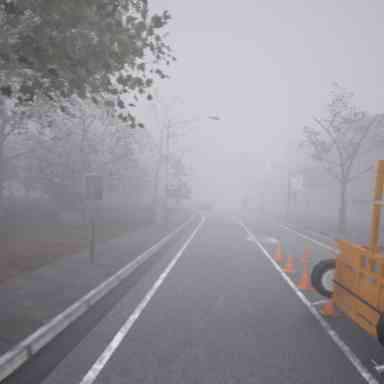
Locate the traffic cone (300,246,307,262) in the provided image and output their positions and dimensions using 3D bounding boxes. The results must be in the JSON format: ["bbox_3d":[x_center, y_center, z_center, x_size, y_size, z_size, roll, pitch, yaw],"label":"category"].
[{"bbox_3d":[4.292,2.333,12.617,0.340,0.580,0.340,3,-1,5],"label":"traffic cone"}]

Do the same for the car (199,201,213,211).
[{"bbox_3d":[2.231,2.283,54.515,1.882,1.535,5.008,2,-1,-6],"label":"car"}]

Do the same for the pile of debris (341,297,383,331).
[{"bbox_3d":[4.226,2.470,6.654,1.860,0.140,1.500,3,-1,3],"label":"pile of debris"}]

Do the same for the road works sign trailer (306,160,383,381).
[{"bbox_3d":[4.163,0.998,5.382,3.560,2.880,2.380,3,4,-5],"label":"road works sign trailer"}]
